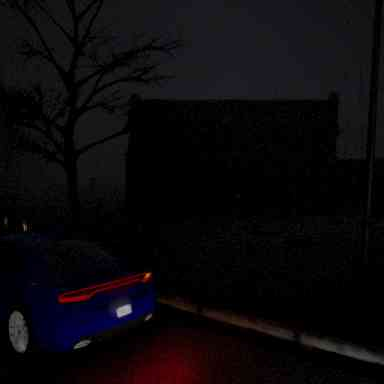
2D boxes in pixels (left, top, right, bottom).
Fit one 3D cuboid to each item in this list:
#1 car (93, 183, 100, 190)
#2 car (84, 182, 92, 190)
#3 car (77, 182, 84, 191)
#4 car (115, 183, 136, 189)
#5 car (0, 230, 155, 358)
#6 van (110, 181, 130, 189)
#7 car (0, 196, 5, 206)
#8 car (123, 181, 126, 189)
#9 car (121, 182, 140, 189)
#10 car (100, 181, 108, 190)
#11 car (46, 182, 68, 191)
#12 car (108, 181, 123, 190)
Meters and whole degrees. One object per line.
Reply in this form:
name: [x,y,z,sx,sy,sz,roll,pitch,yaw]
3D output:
car: [-22.948,-1.290,71.496,4.553,1.767,2.185,3,2,19]
car: [-23.896,-1.060,68.911,4.674,1.452,2.002,3,2,19]
car: [-24.817,-1.034,66.313,5.008,1.535,2.097,3,2,19]
car: [-17.496,-1.599,87.118,5.008,1.535,2.097,3,2,19]
car: [-2.888,1.449,6.088,5.008,1.535,1.882,1,0,38]
van: [-18.288,-1.747,84.468,4.442,1.987,1.878,3,2,19]
car: [-17.261,0.684,27.880,1.895,1.301,4.718,2,2,-11]
car: [-19.146,-1.448,81.854,5.366,1.575,1.946,3,2,19]
car: [-16.601,-1.798,89.721,4.553,1.767,2.185,3,2,19]
car: [-22.072,-1.235,74.118,4.892,1.521,2.231,3,2,19]
car: [-25.694,-1.096,63.691,4.553,1.767,2.185,3,2,19]
car: [-20.254,-1.633,79.314,5.566,2.045,2.435,3,2,19]
